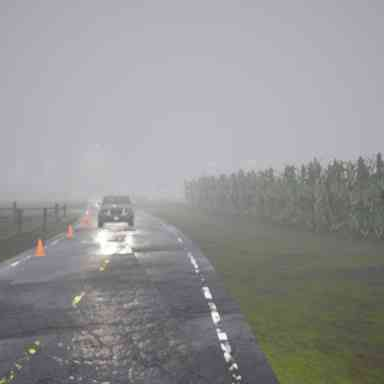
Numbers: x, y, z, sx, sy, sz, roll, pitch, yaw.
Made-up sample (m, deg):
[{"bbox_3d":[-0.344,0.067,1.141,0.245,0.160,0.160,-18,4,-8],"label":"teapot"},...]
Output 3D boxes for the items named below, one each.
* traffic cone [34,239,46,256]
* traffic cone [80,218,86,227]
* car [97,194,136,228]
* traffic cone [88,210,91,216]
[{"bbox_3d":[-5.328,1.930,11.652,0.340,0.580,0.340,0,0,-7],"label":"traffic cone"},{"bbox_3d":[-6.969,1.911,21.267,0.340,0.580,0.340,0,0,-12],"label":"traffic cone"},{"bbox_3d":[-5.034,1.178,22.239,2.150,2.045,5.566,0,0,-12],"label":"car"},{"bbox_3d":[-8.140,1.900,26.004,0.340,0.580,0.340,0,0,-15],"label":"traffic cone"}]
